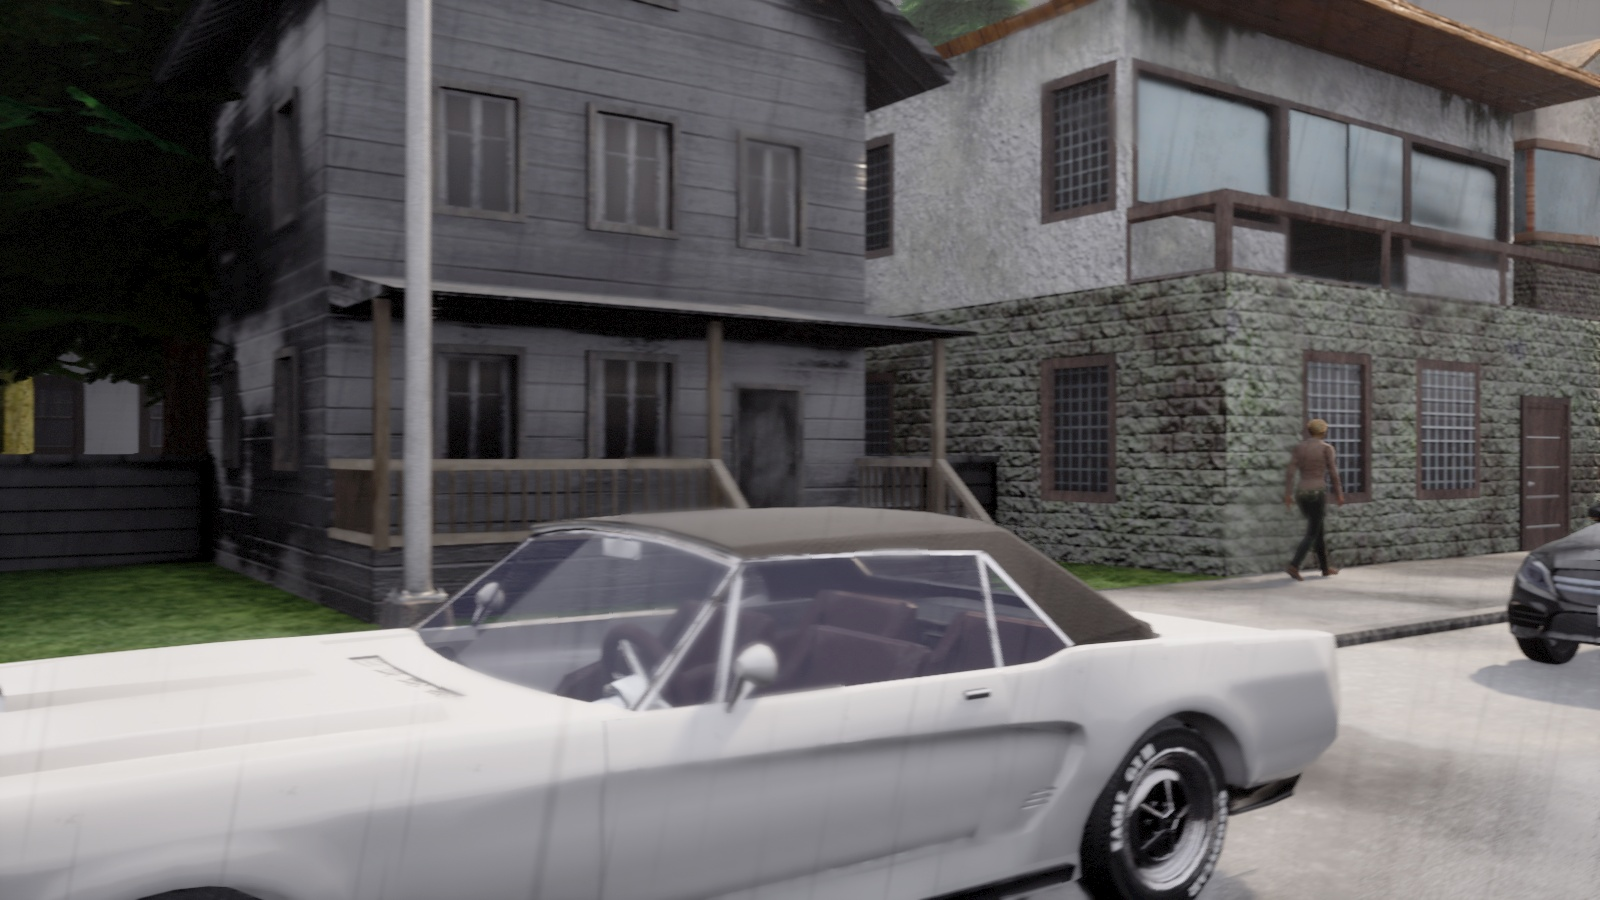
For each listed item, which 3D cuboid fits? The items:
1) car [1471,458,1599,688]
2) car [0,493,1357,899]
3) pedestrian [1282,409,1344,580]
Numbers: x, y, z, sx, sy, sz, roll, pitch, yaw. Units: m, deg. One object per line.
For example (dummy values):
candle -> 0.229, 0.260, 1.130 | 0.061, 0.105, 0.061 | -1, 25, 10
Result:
car -> 7.021, 0.778, 9.153 | 4.674, 1.442, 1.812 | 0, 0, -35
car -> -0.480, 0.856, 3.933 | 4.718, 1.301, 1.895 | 0, 0, -35
pedestrian -> 5.660, 0.476, 13.850 | 0.634, 1.846, 0.331 | 0, 0, -34
